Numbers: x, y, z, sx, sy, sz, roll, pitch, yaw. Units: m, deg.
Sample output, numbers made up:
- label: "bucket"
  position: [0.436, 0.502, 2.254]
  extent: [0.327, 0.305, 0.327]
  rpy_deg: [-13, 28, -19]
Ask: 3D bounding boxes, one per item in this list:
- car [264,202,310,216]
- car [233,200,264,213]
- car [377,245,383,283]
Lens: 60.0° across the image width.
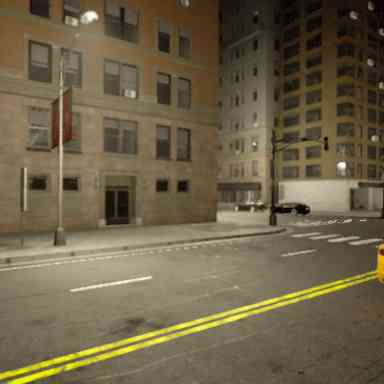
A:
- label: "car"
  position: [9.910, 1.649, 33.837]
  extent: [1.947, 1.339, 4.313]
  rpy_deg: [1, 0, -35]
- label: "car"
  position: [6.643, 1.635, 38.463]
  extent: [2.008, 1.369, 4.403]
  rpy_deg: [1, 0, -35]
- label: "car"
  position: [6.439, 1.499, 8.026]
  extent: [5.008, 1.535, 1.882]
  rpy_deg: [0, 0, -35]
